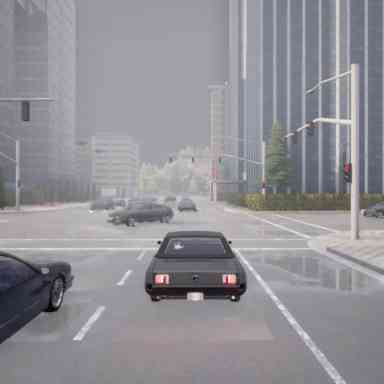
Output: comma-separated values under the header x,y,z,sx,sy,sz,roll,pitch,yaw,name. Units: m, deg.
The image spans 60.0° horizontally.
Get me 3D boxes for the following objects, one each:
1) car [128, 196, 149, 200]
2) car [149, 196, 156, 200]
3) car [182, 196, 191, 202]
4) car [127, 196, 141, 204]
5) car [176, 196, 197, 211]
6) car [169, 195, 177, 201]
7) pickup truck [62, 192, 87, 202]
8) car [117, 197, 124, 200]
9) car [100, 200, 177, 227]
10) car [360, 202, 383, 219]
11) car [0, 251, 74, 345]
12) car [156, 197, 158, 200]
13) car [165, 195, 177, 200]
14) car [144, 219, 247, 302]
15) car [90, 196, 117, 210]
x,y,z,sx,sy,sz,roll,pitch,yaw,name
-7.894,1.564,48.064,1.994,1.385,4.181,0,0,-1,car
-8.033,1.547,57.370,2.033,1.411,5.357,0,0,-1,car
-1.241,1.536,75.184,2.033,1.411,5.357,0,0,-1,car
-11.631,1.547,67.198,2.033,1.411,5.357,0,0,-1,car
-0.545,1.564,40.222,1.994,1.385,4.181,0,0,-4,car
-4.891,1.524,84.781,1.812,1.442,4.674,0,0,-1,car
-24.773,1.059,69.285,2.390,2.098,6.274,0,0,30,pickup truck
-11.453,1.526,51.042,1.812,1.442,4.674,0,0,-1,car
-3.481,1.506,22.804,1.837,1.490,4.892,-2,-2,45,car
16.832,1.491,28.131,4.902,1.511,2.128,0,0,0,car
-3.436,1.547,4.634,2.033,1.411,5.357,0,0,0,car
-8.139,1.478,68.048,1.882,1.535,5.008,0,0,-1,car
-4.540,1.504,68.675,1.837,1.490,4.892,0,0,-1,car
0.066,1.601,8.230,1.895,1.301,4.718,0,0,0,car
-11.308,1.352,42.144,2.097,1.767,4.553,0,0,-1,car
